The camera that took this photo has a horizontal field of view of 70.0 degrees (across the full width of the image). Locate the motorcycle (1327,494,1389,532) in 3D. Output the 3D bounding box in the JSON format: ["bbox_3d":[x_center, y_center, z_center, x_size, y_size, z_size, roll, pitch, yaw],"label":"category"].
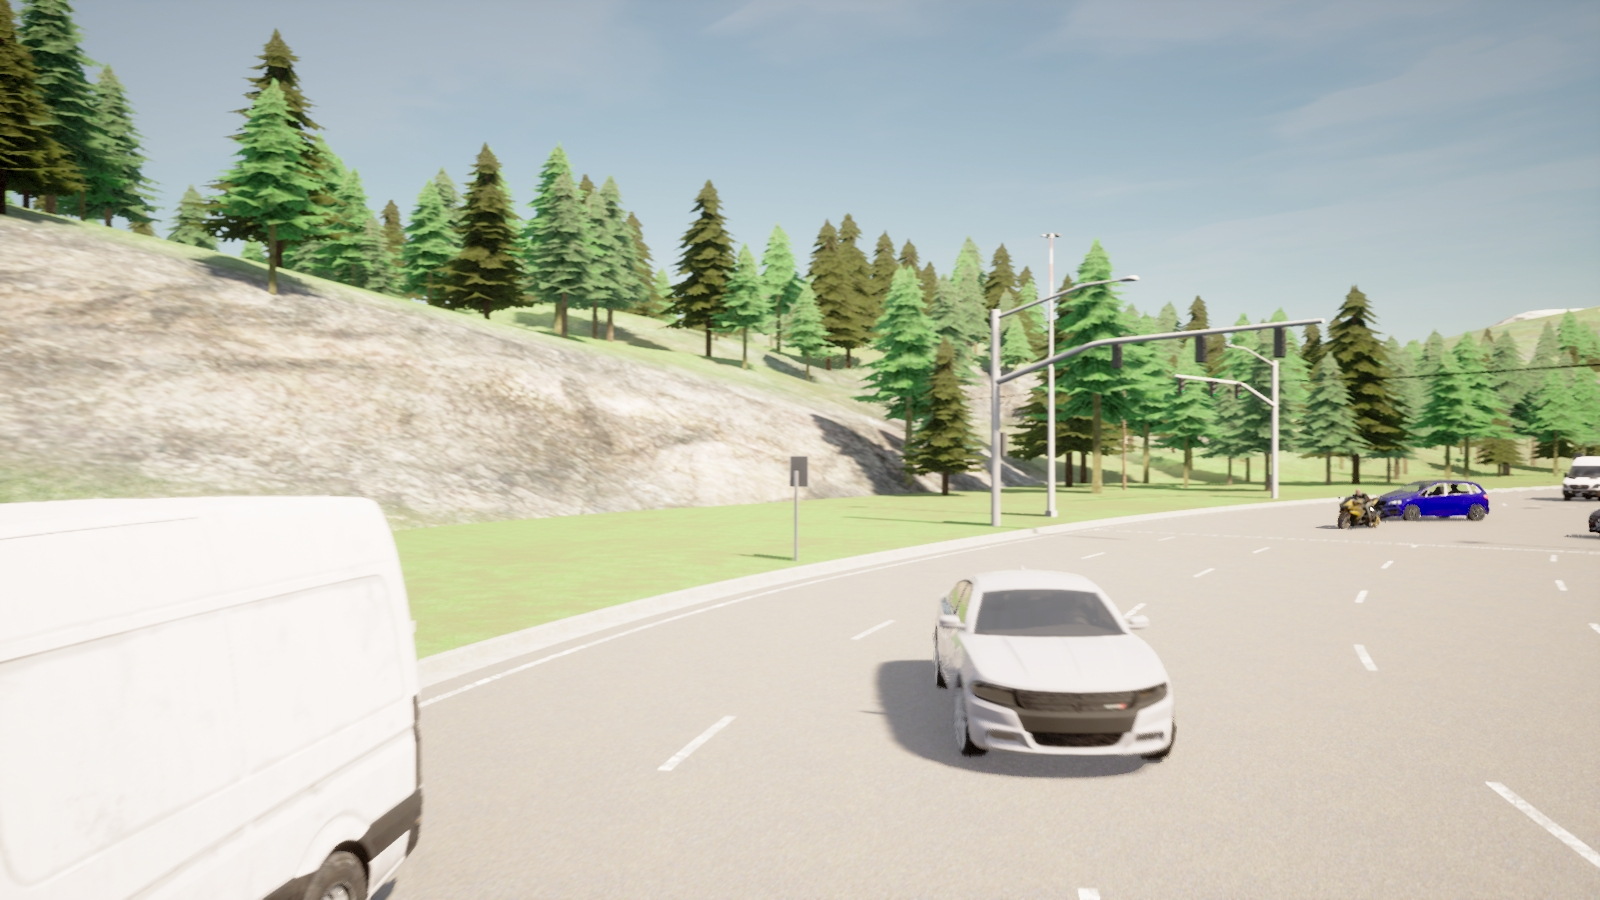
[{"bbox_3d":[20.363,2.293,41.699,2.209,1.251,0.867,0,2,-28],"label":"motorcycle"}]

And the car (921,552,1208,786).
[{"bbox_3d":[2.485,2.060,12.115,2.097,1.535,5.006,0,0,3],"label":"car"}]

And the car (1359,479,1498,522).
[{"bbox_3d":[25.888,2.068,47.178,4.611,1.667,2.242,0,0,-9],"label":"car"}]

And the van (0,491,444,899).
[{"bbox_3d":[-3.543,1.543,4.294,1.988,2.561,5.915,-1,0,6],"label":"van"}]

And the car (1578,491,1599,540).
[{"bbox_3d":[28.039,2.124,36.851,4.514,1.525,2.007,0,0,1],"label":"car"}]
